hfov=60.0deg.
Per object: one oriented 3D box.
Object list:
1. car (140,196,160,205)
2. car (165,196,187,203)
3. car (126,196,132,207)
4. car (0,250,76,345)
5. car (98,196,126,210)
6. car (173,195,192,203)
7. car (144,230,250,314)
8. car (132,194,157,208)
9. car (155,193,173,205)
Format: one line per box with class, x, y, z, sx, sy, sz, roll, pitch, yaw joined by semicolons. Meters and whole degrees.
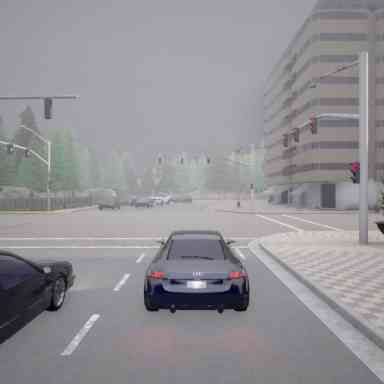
car;-7.769;1.526;62.177;1.812;1.442;4.674;0;0;20
car;-3.375;1.540;71.564;2.033;1.411;5.357;0;0;31
car;-9.853;1.352;52.283;2.097;1.767;4.553;0;0;6
car;-3.428;1.547;4.694;2.033;1.411;5.357;0;0;0
car;-10.477;1.547;42.820;2.033;1.411;5.357;0;0;1
car;-1.819;1.352;67.117;2.097;1.767;4.553;0;0;28
car;0.090;1.564;7.729;1.994;1.385;4.181;0;0;0
car;-6.778;1.477;47.586;1.882;1.535;5.008;0;0;3
car;-5.551;1.221;57.604;2.150;2.045;5.566;0;0;15
